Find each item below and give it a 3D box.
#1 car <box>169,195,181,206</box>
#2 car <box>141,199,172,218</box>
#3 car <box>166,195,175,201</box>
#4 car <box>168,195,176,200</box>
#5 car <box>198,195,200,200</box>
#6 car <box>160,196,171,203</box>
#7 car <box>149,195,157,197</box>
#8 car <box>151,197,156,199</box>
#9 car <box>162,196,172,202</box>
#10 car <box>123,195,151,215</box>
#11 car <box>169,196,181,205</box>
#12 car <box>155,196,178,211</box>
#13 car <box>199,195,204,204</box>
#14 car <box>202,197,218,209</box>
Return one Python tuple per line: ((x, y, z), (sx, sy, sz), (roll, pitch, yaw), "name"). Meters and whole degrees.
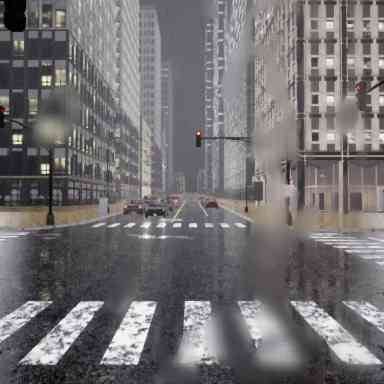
((-3.135, 1.371, 49.908), (2.097, 1.767, 4.553), (0, 0, 0), "car")
((-3.127, 1.612, 30.313), (1.895, 1.301, 4.718), (0, 0, 0), "car")
((-5.759, 1.587, 89.568), (2.008, 1.369, 4.403), (1, 0, 0), "car")
((-5.765, 1.605, 95.144), (1.947, 1.339, 4.313), (1, 0, 0), "car")
((2.647, 1.590, 61.770), (1.947, 1.339, 4.313), (1, 0, 0), "car")
((-5.743, 1.573, 72.843), (1.887, 1.381, 4.507), (1, 0, 0), "car")
((-5.713, 1.332, 44.967), (2.192, 1.841, 5.009), (1, 0, 0), "car")
((-5.713, 1.597, 39.392), (1.802, 1.307, 4.206), (1, 0, 0), "car")
((-5.749, 1.582, 78.418), (2.008, 1.369, 4.403), (1, 0, 0), "car")
((-5.705, 1.453, 33.817), (1.967, 1.590, 4.097), (1, 0, 0), "car")
((-3.096, 1.528, 60.578), (1.837, 1.490, 4.892), (0, 0, 0), "car")
((-3.132, 1.563, 39.879), (2.033, 1.411, 5.357), (0, 0, 0), "car")
((2.653, 1.547, 56.362), (1.752, 1.417, 4.829), (1, 0, 0), "car")
((2.661, 1.599, 45.037), (1.802, 1.307, 4.206), (1, 0, 0), "car")
